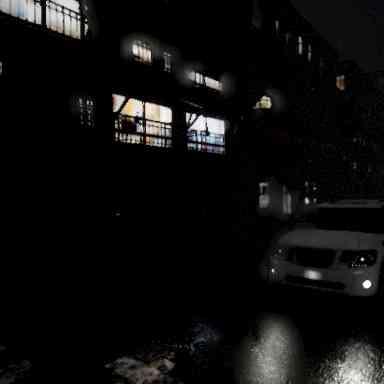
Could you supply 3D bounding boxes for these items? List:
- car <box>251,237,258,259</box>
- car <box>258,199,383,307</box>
[{"bbox_3d":[3.746,1.641,12.122,1.802,1.307,4.206,-2,-1,40],"label":"car"},{"bbox_3d":[4.086,1.241,8.542,2.150,2.045,5.566,-1,-1,40],"label":"car"}]
